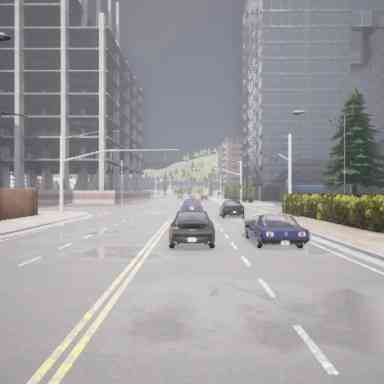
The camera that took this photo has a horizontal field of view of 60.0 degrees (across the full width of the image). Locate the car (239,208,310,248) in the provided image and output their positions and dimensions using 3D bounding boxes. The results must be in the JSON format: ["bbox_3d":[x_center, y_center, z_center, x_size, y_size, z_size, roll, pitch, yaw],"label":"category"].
[{"bbox_3d":[3.500,1.614,14.680,1.895,1.301,4.718,0,0,0],"label":"car"}]

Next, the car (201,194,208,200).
[{"bbox_3d":[3.500,1.423,92.808,1.882,1.535,5.008,0,0,0],"label":"car"}]

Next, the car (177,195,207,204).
[{"bbox_3d":[0.000,1.364,29.620,2.097,1.767,4.553,0,0,0],"label":"car"}]

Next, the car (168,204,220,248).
[{"bbox_3d":[0.000,1.514,14.650,1.837,1.490,4.892,0,0,0],"label":"car"}]

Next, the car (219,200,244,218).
[{"bbox_3d":[3.500,1.483,29.650,1.882,1.535,5.008,0,0,0],"label":"car"}]
